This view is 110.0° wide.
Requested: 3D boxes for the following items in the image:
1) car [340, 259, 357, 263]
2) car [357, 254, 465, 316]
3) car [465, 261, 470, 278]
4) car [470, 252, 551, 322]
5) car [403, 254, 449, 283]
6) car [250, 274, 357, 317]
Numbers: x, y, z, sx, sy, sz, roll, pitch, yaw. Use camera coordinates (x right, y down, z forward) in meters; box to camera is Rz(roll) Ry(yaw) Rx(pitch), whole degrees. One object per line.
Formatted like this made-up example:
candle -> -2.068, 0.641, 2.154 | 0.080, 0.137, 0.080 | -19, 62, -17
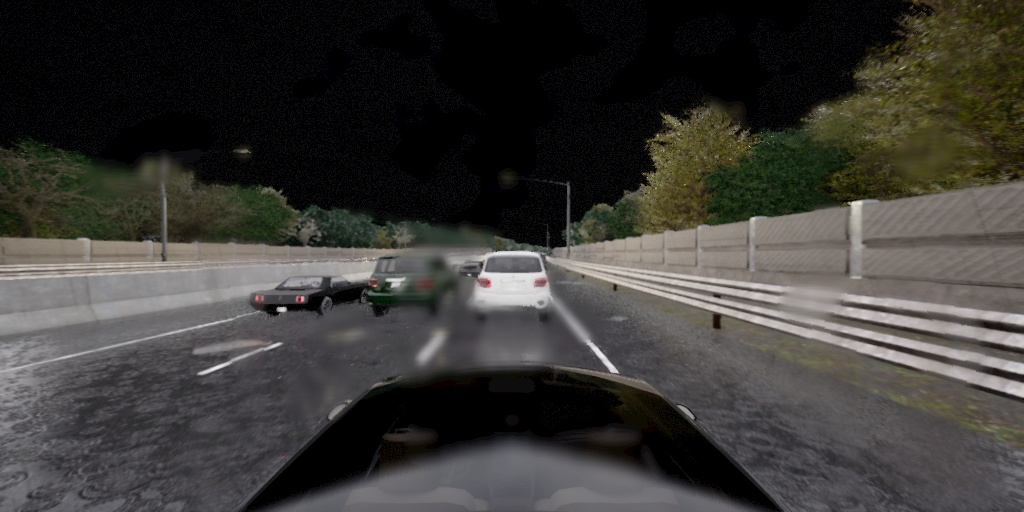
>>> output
car -> -23.421, 1.116, 52.759 | 1.895, 1.301, 4.718 | 0, 0, 3
car -> -3.360, 0.934, 13.294 | 2.150, 2.045, 5.566 | 0, 0, 1
car -> -3.068, 1.146, 29.364 | 1.837, 1.490, 4.892 | 0, 1, 2
car -> 0.110, 0.928, 12.293 | 2.150, 2.045, 5.566 | 0, -1, 2
car -> -6.604, 0.869, 28.281 | 2.150, 2.045, 5.566 | 0, 1, 2
car -> -6.866, 1.312, 12.988 | 1.895, 1.301, 4.718 | 0, 0, 1
